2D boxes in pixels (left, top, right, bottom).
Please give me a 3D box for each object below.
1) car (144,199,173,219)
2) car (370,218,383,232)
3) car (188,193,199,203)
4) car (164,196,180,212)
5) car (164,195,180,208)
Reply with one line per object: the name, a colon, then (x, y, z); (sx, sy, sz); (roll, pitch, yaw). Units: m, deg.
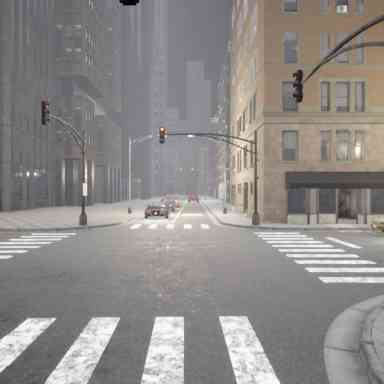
car: (-3.000, 1.574, 29.467); (1.994, 1.385, 4.181); (0, 0, 0)
car: (12.173, 1.520, 17.782); (4.829, 1.417, 1.752); (0, 0, -1)
car: (0.310, 1.204, 70.299); (2.150, 2.045, 5.566); (0, 0, 0)
car: (-2.962, 1.506, 39.322); (2.128, 1.511, 4.902); (0, 0, 0)
car: (-2.923, 1.369, 49.220); (2.097, 1.767, 4.553); (0, 0, 0)
